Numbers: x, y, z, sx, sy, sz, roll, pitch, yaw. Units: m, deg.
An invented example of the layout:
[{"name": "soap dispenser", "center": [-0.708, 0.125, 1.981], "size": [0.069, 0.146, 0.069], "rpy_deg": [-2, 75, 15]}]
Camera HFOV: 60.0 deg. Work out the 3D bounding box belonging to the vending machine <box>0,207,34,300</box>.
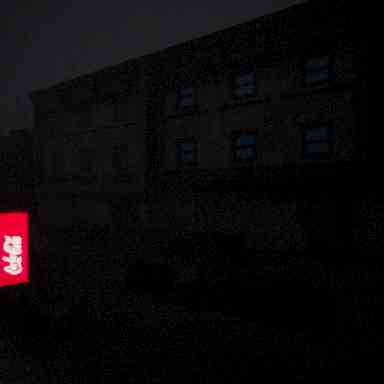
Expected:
[{"name": "vending machine", "center": [-4.660, 1.449, 8.175], "size": [0.880, 2.100, 1.100], "rpy_deg": [0, 0, 36]}]
